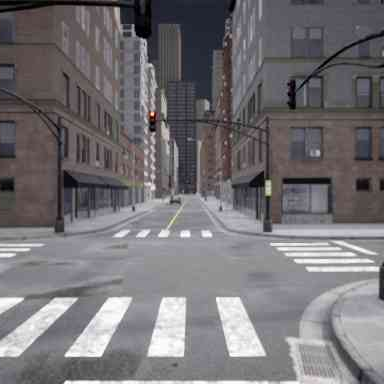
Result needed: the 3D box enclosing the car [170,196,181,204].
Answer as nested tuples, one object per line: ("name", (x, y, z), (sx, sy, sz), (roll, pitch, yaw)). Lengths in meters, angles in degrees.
("car", (-2.964, 1.419, 60.070), (1.882, 1.535, 5.008), (0, 0, 0))
